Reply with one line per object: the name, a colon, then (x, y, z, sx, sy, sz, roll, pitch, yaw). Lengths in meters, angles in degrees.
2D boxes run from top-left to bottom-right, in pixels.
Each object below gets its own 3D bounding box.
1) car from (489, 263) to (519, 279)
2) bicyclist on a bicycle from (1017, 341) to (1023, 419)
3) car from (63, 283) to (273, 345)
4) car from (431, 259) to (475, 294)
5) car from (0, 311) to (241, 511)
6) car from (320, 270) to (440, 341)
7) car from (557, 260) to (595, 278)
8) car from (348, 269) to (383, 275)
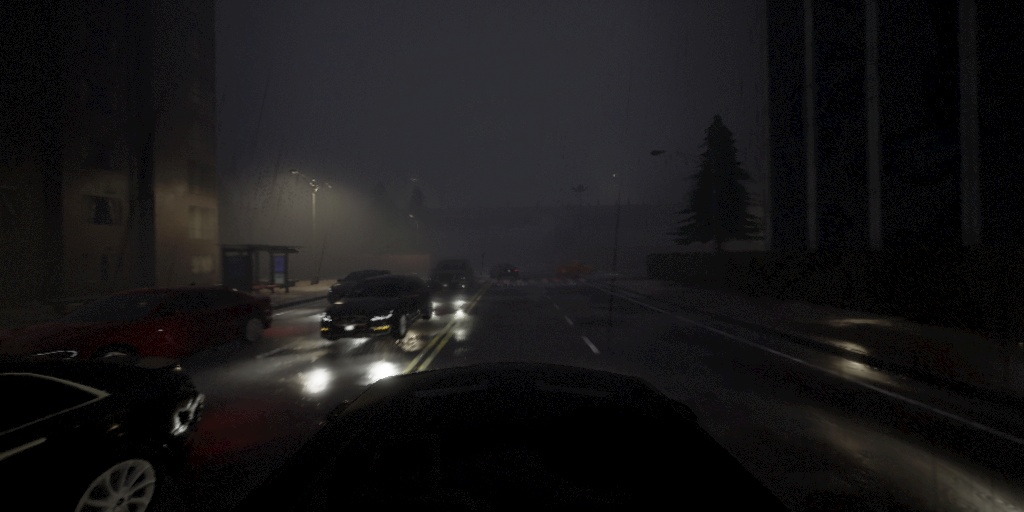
car: (-0.847, 1.331, 32.763, 2.033, 1.411, 5.357, -1, 0, -14)
bicyclist on a bicycle: (5.763, 1.019, 3.525, 1.656, 1.620, 0.582, -10, 0, 0)
car: (-7.102, 1.364, 7.163, 1.882, 1.535, 5.008, -1, 0, 0)
car: (-3.487, 1.183, 21.512, 2.150, 2.045, 5.566, -1, 0, 0)
car: (-3.619, 1.317, 1.083, 1.837, 1.490, 4.892, -1, 0, 0)
car: (-3.589, 1.337, 10.357, 1.837, 1.490, 4.892, -1, 0, 0)
car: (5.902, 1.146, 32.867, 1.882, 1.535, 5.008, -3, -1, 36)
car: (-7.040, 1.413, 17.442, 1.837, 1.490, 4.892, -1, 0, 1)
